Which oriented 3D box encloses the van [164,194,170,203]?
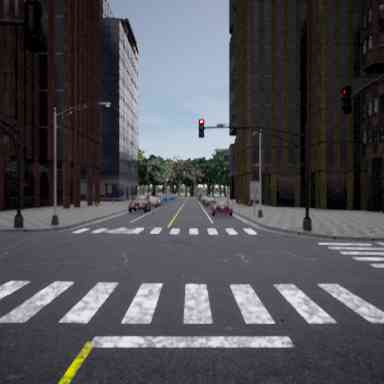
[{"bbox_3d":[-5.804,1.320,64.490,1.690,1.788,3.998,0,0,0],"label":"van"}]

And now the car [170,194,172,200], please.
[{"bbox_3d":[-5.808,1.529,69.927,2.008,1.369,4.403,0,0,0],"label":"car"}]

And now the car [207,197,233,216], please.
[{"bbox_3d":[2.742,1.425,31.870,1.967,1.590,4.097,0,0,0],"label":"car"}]

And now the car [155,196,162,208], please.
[{"bbox_3d":[-5.794,1.563,48.177,1.802,1.307,4.206,0,0,0],"label":"car"}]

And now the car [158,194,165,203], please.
[{"bbox_3d":[-5.797,1.505,53.445,1.752,1.417,4.829,0,0,0],"label":"car"}]

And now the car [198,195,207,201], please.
[{"bbox_3d":[2.707,1.530,86.245,2.008,1.369,4.403,0,0,0],"label":"car"}]

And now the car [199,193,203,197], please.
[{"bbox_3d":[2.721,1.504,64.665,1.752,1.417,4.829,0,0,0],"label":"car"}]

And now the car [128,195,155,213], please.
[{"bbox_3d":[-5.787,1.298,37.302,2.192,1.841,5.009,0,0,0],"label":"car"}]

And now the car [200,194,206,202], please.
[{"bbox_3d":[2.728,1.525,53.620,1.887,1.381,4.507,0,0,0],"label":"car"}]

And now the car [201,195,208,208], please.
[{"bbox_3d":[2.732,1.532,48.182,2.008,1.369,4.403,0,0,0],"label":"car"}]

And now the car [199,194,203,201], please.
[{"bbox_3d":[2.725,1.524,59.058,1.887,1.381,4.507,0,0,0],"label":"car"}]

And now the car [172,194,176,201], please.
[{"bbox_3d":[-5.818,1.545,86.240,1.947,1.339,4.313,0,0,0],"label":"car"}]

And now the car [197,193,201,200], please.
[{"bbox_3d":[2.714,1.504,75.540,1.752,1.417,4.829,0,0,0],"label":"car"}]
